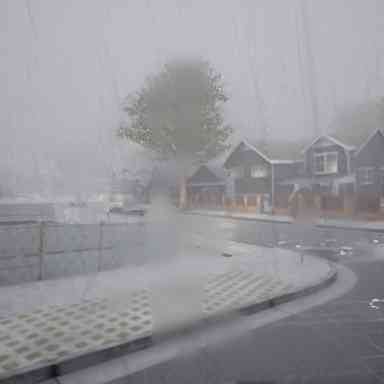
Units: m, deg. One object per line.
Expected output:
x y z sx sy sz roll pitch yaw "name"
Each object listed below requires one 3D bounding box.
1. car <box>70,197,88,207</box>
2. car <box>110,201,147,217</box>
-16.702 1.535 49.015 1.837 1.490 4.892 -3 1 -29 "car"
-6.068 1.559 30.944 2.033 1.411 5.357 -3 2 -32 "car"
